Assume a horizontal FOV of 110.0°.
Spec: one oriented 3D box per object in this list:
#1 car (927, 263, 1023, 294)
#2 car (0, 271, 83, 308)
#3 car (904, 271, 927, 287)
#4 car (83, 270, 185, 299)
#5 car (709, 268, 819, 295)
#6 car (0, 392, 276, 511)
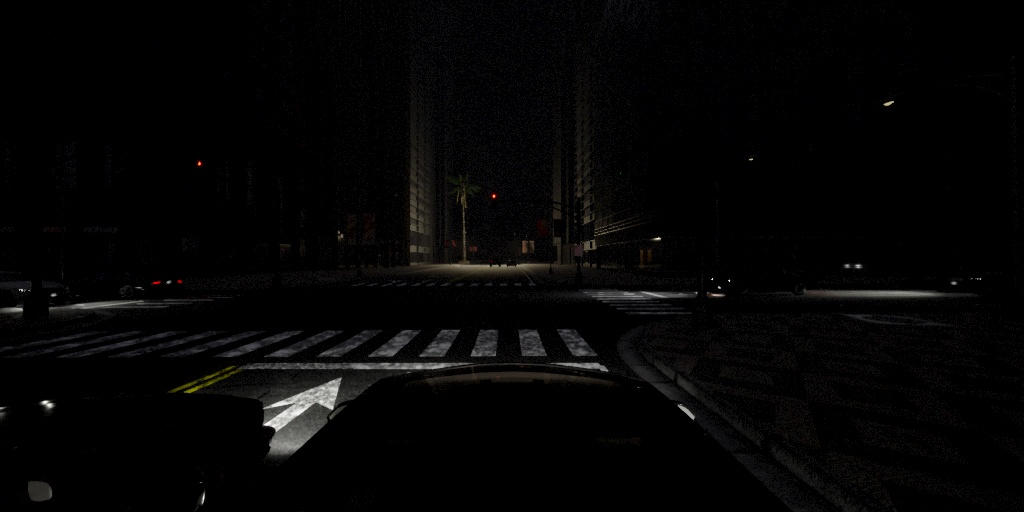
[{"bbox_3d":[25.777,1.165,18.968,4.902,1.511,2.128,0,0,-1],"label":"car"},{"bbox_3d":[-21.382,1.354,14.938,4.674,1.442,1.812,0,0,1],"label":"car"},{"bbox_3d":[26.421,1.275,21.732,4.207,1.307,1.802,0,0,-1],"label":"car"},{"bbox_3d":[-19.883,1.395,18.162,5.357,1.411,2.033,0,0,0],"label":"car"},{"bbox_3d":[12.991,1.316,18.749,4.718,1.301,1.895,0,0,-2],"label":"car"},{"bbox_3d":[-3.175,1.297,0.720,2.033,1.411,5.357,0,0,4],"label":"car"}]
